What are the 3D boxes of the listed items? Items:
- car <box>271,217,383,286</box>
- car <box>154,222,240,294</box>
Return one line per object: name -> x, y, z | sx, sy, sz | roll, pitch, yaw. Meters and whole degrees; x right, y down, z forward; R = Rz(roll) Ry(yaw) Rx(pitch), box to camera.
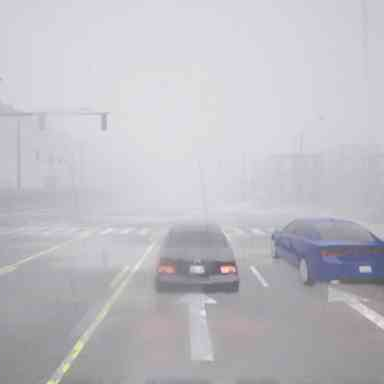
car -> 3.600, 1.444, 9.375 | 1.882, 1.535, 5.008 | 0, 0, 0
car -> 0.099, 1.516, 8.851 | 2.033, 1.411, 5.357 | 0, 0, 0
